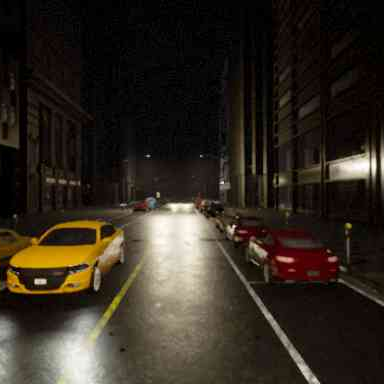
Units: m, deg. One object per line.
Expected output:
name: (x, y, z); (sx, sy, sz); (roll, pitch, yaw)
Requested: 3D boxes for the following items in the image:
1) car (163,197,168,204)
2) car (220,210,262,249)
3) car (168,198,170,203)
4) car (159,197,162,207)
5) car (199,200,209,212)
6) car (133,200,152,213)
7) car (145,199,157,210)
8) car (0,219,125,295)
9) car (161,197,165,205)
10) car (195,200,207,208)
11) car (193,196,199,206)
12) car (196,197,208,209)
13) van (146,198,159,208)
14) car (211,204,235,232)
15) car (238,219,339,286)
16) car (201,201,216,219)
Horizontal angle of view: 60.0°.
car: (-7.205, 2.340, 76.584); (1.802, 1.307, 4.206); (0, -1, -1)
car: (2.504, 1.703, 14.973); (1.802, 1.307, 4.206); (0, -1, -1)
car: (-7.314, 2.128, 82.204); (2.192, 1.841, 5.009); (0, -1, -1)
car: (-6.882, 2.139, 59.733); (1.887, 1.381, 4.507); (0, -1, -1)
car: (2.073, 1.878, 37.444); (1.887, 1.381, 4.507); (0, -1, -1)
car: (-6.558, 2.015, 42.882); (1.802, 1.307, 4.206); (0, -1, -1)
car: (-6.666, 2.052, 48.499); (1.947, 1.339, 4.313); (0, -1, -1)
car: (-3.150, 1.579, 9.287); (1.882, 1.535, 5.008); (0, -1, -1)
car: (-6.989, 2.214, 65.350); (1.947, 1.339, 4.313); (0, -1, -1)
car: (1.642, 2.114, 59.914); (1.947, 1.339, 4.313); (0, -1, -1)
car: (1.748, 1.809, 54.298); (2.192, 1.841, 5.009); (0, -1, -1)
car: (1.964, 1.827, 43.062); (1.967, 1.590, 4.097); (0, -1, -1)
van: (-6.775, 1.881, 54.118); (1.690, 1.788, 3.998); (0, -1, -1)
car: (2.393, 1.700, 20.761); (1.752, 1.417, 4.829); (0, -1, -1)
car: (2.612, 1.652, 9.356); (1.802, 1.307, 4.206); (0, -1, -1)
car: (2.181, 1.845, 31.826); (1.947, 1.339, 4.313); (0, -1, -1)
